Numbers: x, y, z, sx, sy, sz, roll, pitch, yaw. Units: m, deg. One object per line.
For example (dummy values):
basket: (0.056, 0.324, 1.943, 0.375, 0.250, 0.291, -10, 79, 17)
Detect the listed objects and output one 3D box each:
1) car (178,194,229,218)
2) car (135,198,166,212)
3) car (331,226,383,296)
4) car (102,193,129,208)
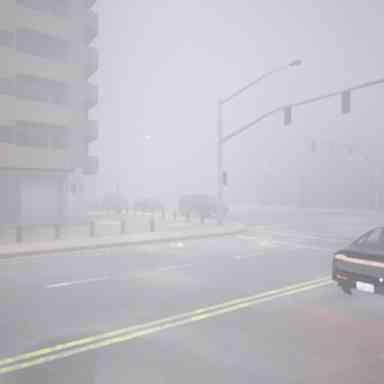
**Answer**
car: (0.930, 1.158, 29.974, 2.150, 2.045, 5.566, 0, 0, -36)
car: (-4.852, 1.415, 38.135, 1.882, 1.535, 5.008, 0, 0, -35)
car: (5.078, 1.488, 7.391, 4.902, 1.511, 2.128, 0, 0, -36)
car: (-10.882, 1.159, 46.795, 2.150, 2.045, 5.566, 0, 0, -34)
